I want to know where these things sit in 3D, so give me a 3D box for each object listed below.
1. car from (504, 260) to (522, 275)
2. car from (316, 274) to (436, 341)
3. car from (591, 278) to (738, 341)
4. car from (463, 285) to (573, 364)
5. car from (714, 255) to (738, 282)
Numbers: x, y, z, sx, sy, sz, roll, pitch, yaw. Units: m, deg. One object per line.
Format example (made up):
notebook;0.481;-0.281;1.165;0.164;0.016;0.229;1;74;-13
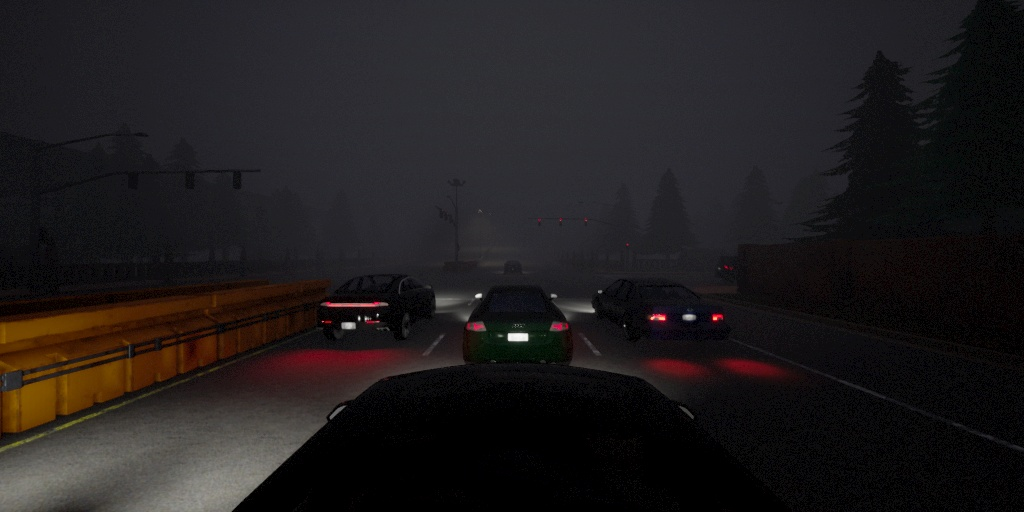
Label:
car;0.100;1.224;39.826;1.882;1.535;5.008;0;0;0
car;-3.400;1.241;9.887;2.128;1.511;4.902;0;0;0
car;3.600;1.297;9.793;2.033;1.411;5.357;0;0;0
car;0.099;1.313;7.936;1.994;1.385;4.181;0;0;0
car;17.240;0.969;25.064;5.566;2.045;2.150;0;0;3
